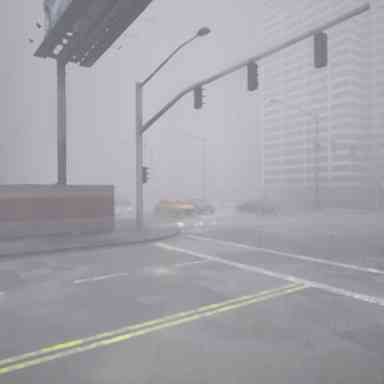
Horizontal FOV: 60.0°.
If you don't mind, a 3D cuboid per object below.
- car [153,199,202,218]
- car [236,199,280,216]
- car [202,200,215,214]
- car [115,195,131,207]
[{"bbox_3d":[-1.611,1.374,29.529,1.882,1.535,5.008,0,1,-35],"label":"car"},{"bbox_3d":[6.085,1.375,31.065,1.812,1.442,4.674,0,0,-34],"label":"car"},{"bbox_3d":[0.350,1.399,32.823,1.812,1.442,4.674,0,0,-35],"label":"car"},{"bbox_3d":[-10.644,1.225,48.440,2.097,1.767,4.553,0,0,-35],"label":"car"}]
